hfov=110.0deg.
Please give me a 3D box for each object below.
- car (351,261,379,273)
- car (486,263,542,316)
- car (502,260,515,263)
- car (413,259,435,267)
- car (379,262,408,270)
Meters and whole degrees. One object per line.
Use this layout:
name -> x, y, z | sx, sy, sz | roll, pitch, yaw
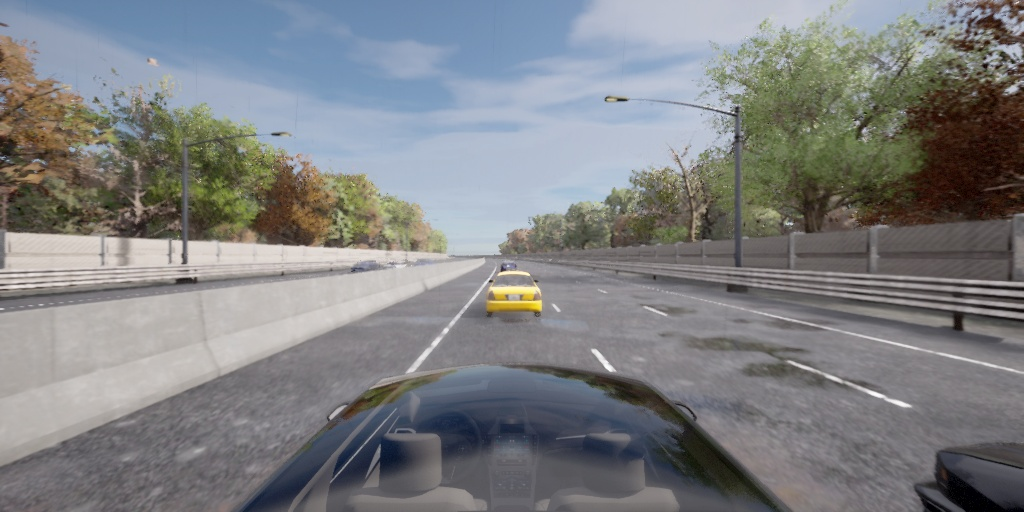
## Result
car -> -18.125, 1.309, 44.711 | 2.033, 1.411, 5.357 | 0, 0, -1
car -> 0.053, 1.211, 13.237 | 1.801, 1.575, 5.366 | 0, 0, 0
car -> -0.434, 1.270, 44.619 | 2.163, 1.488, 4.792 | 0, 0, -1
car -> -11.145, 1.117, 45.605 | 2.097, 1.767, 4.553 | 0, 0, -1
car -> -14.635, 1.364, 45.160 | 1.895, 1.301, 4.718 | 0, 0, -1
